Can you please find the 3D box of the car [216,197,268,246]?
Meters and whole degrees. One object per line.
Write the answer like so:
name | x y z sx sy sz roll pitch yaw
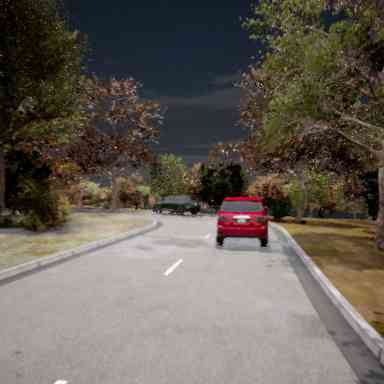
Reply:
car | 2.392 1.267 15.841 2.150 2.045 5.566 0 0 9

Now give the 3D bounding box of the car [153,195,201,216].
car | -1.608 1.316 33.995 5.566 2.045 2.150 0 -1 44
